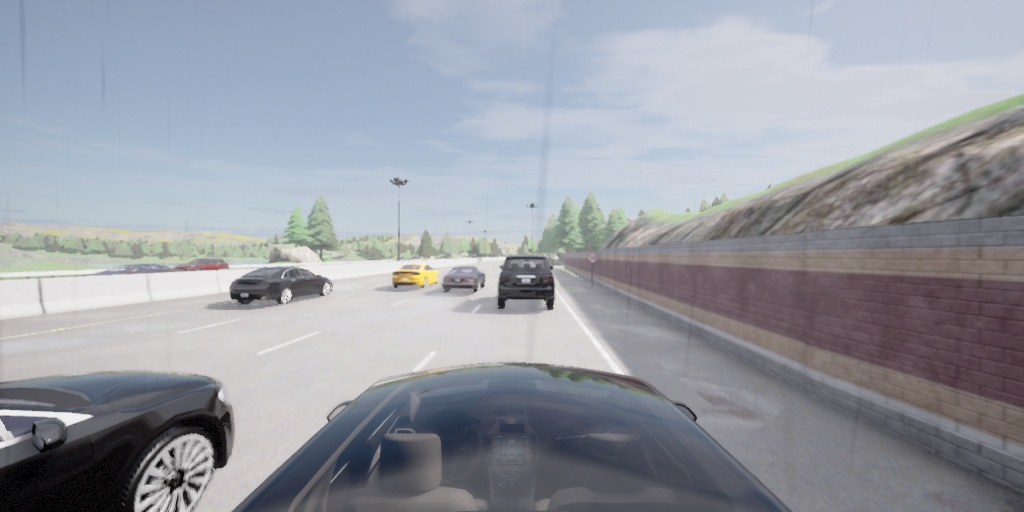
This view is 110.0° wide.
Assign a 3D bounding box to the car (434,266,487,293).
[{"bbox_3d":[-2.653,1.280,20.717,2.033,1.411,5.357,0,0,3],"label":"car"}]

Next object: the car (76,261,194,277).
[{"bbox_3d":[-23.773,1.212,22.670,2.033,1.411,5.357,0,0,3],"label":"car"}]

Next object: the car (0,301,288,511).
[{"bbox_3d":[-3.322,1.231,1.127,2.128,1.511,4.902,0,0,0],"label":"car"}]

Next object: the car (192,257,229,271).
[{"bbox_3d":[-30.135,0.987,34.940,2.097,1.767,4.553,0,0,3],"label":"car"}]

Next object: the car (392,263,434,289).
[{"bbox_3d":[-6.047,1.198,23.055,1.882,1.535,5.008,0,0,3],"label":"car"}]

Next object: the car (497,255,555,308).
[{"bbox_3d":[0.606,0.967,15.261,2.150,2.045,5.566,0,0,3],"label":"car"}]

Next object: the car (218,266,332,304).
[{"bbox_3d":[-9.870,1.217,15.791,1.837,1.490,4.892,0,0,2],"label":"car"}]
